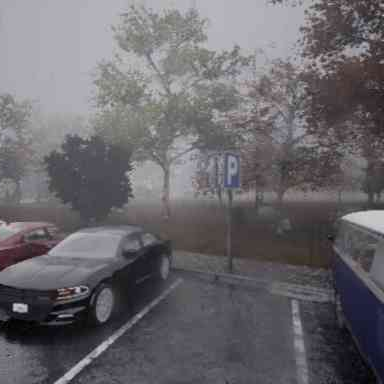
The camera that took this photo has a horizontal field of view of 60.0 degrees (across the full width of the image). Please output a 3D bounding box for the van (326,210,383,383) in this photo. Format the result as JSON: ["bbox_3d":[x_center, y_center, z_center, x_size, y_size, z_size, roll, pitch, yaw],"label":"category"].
[{"bbox_3d":[2.903,1.261,4.177,1.878,1.987,4.442,0,-1,15],"label":"van"}]

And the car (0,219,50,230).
[{"bbox_3d":[-4.416,1.562,9.186,2.097,1.535,5.008,-1,-1,15],"label":"car"}]

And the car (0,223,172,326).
[{"bbox_3d":[-1.965,1.536,7.494,2.097,1.535,5.008,0,-1,15],"label":"car"}]
